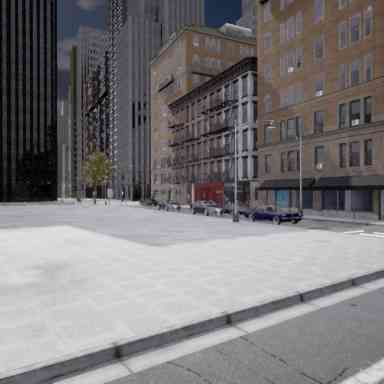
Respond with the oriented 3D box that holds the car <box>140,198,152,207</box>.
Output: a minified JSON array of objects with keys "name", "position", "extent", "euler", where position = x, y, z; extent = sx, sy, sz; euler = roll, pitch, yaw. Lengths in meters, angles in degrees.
[{"name":"car","position":[-7.731,1.793,58.759],"extent":[1.837,1.490,4.892],"euler":[0,0,-26]}]

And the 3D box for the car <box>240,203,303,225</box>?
[{"name":"car","position":[5.975,1.687,24.932],"extent":[1.895,1.301,4.718],"euler":[0,0,-26]}]

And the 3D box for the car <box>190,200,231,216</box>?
[{"name":"car","position":[1.458,1.631,34.073],"extent":[2.128,1.511,4.902],"euler":[0,0,-26]}]

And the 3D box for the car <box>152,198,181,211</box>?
[{"name":"car","position":[-3.093,1.690,43.316],"extent":[2.128,1.511,4.902],"euler":[0,0,-26]}]

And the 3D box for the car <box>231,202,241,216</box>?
[{"name":"car","position":[4.248,1.690,34.518],"extent":[1.994,1.385,4.181],"euler":[0,0,-26]}]
